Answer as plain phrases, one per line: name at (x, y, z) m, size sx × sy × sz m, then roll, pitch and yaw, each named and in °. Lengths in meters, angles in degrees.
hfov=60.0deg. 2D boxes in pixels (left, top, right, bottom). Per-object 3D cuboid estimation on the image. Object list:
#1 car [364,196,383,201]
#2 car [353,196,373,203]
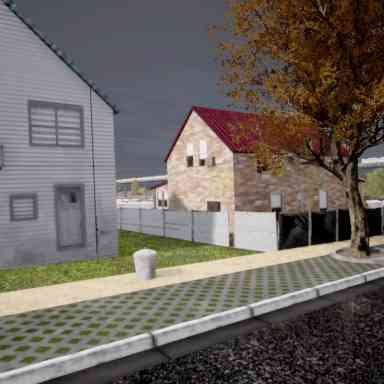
car at (31.840, 1.875, 57.675) m, size 1.895 × 1.301 × 4.718 m, roll -2°, pitch 0°, yaw 1°
car at (38.507, 1.580, 74.956) m, size 1.837 × 1.490 × 4.892 m, roll -2°, pitch 0°, yaw 0°
